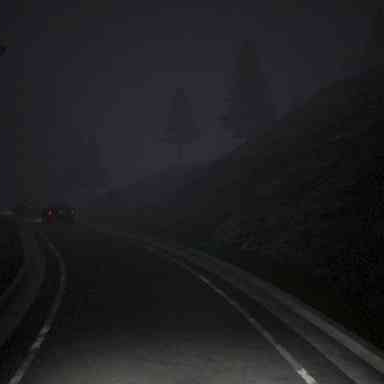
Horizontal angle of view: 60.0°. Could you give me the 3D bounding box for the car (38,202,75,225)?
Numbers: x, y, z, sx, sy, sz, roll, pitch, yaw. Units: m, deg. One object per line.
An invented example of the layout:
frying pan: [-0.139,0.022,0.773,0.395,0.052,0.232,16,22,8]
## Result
car: [-10.984,1.609,27.187,2.097,1.767,4.553,0,0,-30]

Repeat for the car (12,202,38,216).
car: [-19.110,1.893,38.238,2.128,1.511,4.902,0,0,-45]
